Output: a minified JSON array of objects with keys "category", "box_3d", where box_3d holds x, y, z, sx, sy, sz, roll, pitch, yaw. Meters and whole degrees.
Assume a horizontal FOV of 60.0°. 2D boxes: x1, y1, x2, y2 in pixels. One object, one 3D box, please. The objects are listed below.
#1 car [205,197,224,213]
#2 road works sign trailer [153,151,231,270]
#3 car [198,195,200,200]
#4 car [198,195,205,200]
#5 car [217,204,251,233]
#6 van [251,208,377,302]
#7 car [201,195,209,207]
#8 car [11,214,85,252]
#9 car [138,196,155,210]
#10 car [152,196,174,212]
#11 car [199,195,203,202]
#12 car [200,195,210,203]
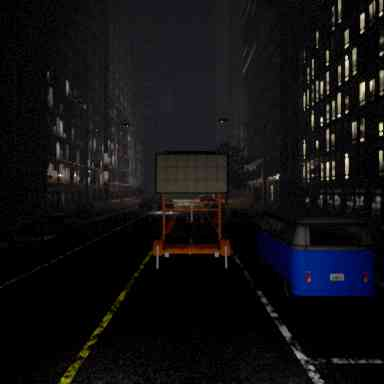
[{"category":"car","box_3d":[2.669,1.571,36.465,1.802,1.307,4.206,0,0,0]},{"category":"road works sign trailer","box_3d":[-0.006,0.461,11.021,2.380,3.560,2.880,0,0,0]},{"category":"car","box_3d":[2.654,1.393,64.928,1.967,1.590,4.097,0,0,0]},{"category":"car","box_3d":[2.638,1.437,93.390,1.887,1.381,4.507,0,0,0]},{"category":"car","box_3d":[2.679,1.576,19.387,1.802,1.307,4.206,0,0,0]},{"category":"van","box_3d":[2.686,1.339,8.004,1.690,1.788,3.998,0,0,0]},{"category":"car","box_3d":[2.663,1.531,47.850,2.008,1.369,4.403,0,0,0]},{"category":"car","box_3d":[-5.699,1.578,13.693,1.802,1.307,4.206,0,0,0]},{"category":"car","box_3d":[-5.715,1.536,42.156,2.008,1.369,4.403,0,0,0]},{"category":"car","box_3d":[-3.123,1.535,39.542,2.033,1.411,5.357,0,0,0]},{"category":"car","box_3d":[2.660,1.524,53.543,2.008,1.369,4.403,0,0,0]},{"category":"car","box_3d":[2.650,1.382,70.620,1.967,1.590,4.097,0,0,0]}]
